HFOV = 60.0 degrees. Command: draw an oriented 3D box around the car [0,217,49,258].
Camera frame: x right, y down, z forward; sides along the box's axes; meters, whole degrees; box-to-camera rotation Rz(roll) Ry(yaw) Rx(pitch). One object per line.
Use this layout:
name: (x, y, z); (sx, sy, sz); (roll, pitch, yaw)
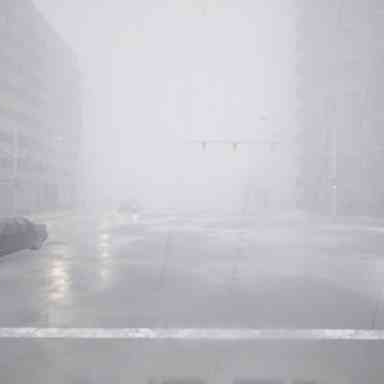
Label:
car: (-7.002, 1.611, 11.880); (2.033, 1.411, 5.357); (0, 0, 0)

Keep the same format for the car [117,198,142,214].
car: (-7.007, 1.544, 37.670); (2.097, 1.767, 4.553); (0, 0, 0)
